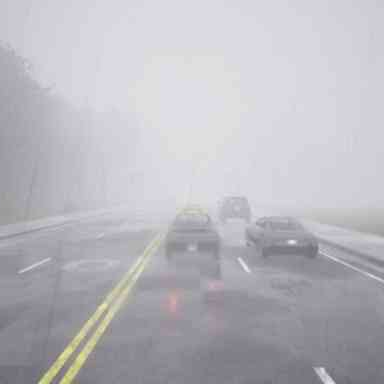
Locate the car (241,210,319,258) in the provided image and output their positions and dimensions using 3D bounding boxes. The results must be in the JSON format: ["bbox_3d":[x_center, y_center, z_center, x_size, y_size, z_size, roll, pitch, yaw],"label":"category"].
[{"bbox_3d":[3.296,1.610,12.895,1.994,1.385,4.181,0,0,1],"label":"car"}]

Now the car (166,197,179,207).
[{"bbox_3d":[-3.326,1.590,57.145,2.097,1.767,4.553,0,0,0],"label":"car"}]

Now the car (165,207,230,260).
[{"bbox_3d":[0.042,1.536,12.621,2.128,1.511,4.902,0,0,1],"label":"car"}]

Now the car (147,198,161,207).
[{"bbox_3d":[-6.569,1.802,57.322,1.994,1.385,4.181,0,0,1],"label":"car"}]

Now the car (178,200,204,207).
[{"bbox_3d":[0.046,1.588,28.801,1.882,1.535,5.008,0,0,0],"label":"car"}]

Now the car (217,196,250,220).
[{"bbox_3d":[3.276,1.323,26.512,2.150,2.045,5.566,0,0,1],"label":"car"}]
